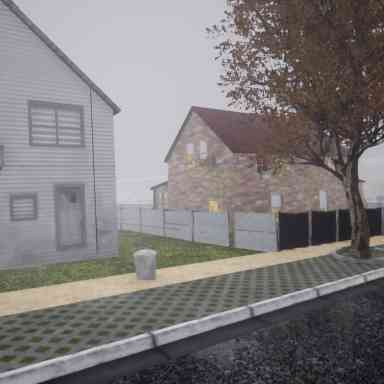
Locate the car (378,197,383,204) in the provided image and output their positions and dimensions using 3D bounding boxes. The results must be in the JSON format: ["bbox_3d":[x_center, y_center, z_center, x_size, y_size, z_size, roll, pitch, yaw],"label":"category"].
[{"bbox_3d":[38.459,1.676,64.922,1.994,1.385,4.181,-2,0,0],"label":"car"}]

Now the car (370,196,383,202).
[{"bbox_3d":[28.461,1.547,47.519,2.150,2.045,5.566,-2,0,1],"label":"car"}]

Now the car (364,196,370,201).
[{"bbox_3d":[31.935,1.817,61.876,2.128,1.511,4.902,-2,-1,0],"label":"car"}]

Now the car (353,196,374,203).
[{"bbox_3d":[38.541,1.629,74.936,2.128,1.511,4.902,-2,0,0],"label":"car"}]

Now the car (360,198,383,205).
[{"bbox_3d":[35.216,1.838,65.300,1.895,1.301,4.718,-2,0,0],"label":"car"}]
